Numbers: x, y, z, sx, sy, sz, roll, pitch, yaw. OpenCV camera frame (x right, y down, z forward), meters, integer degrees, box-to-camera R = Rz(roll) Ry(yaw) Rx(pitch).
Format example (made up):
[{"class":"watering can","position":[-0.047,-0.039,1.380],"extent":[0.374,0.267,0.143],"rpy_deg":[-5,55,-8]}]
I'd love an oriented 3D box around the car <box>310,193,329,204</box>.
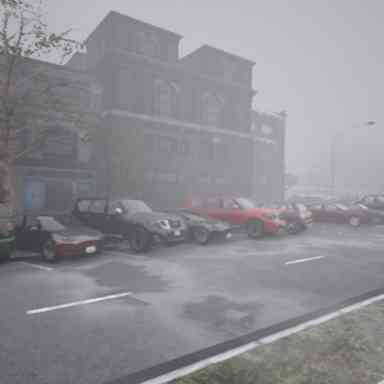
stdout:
[{"class":"car","position":[27.412,1.415,71.200],"extent":[2.435,2.045,5.566],"rpy_deg":[1,-2,35]}]

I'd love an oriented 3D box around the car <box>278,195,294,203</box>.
[{"class":"car","position":[22.243,1.670,78.675],"extent":[2.231,1.521,4.892],"rpy_deg":[1,-2,35]}]

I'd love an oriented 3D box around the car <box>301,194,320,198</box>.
[{"class":"car","position":[19.611,1.148,52.718],"extent":[2.231,1.521,4.892],"rpy_deg":[0,-1,35]}]

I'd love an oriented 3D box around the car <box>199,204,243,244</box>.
[{"class":"car","position":[-0.361,1.497,15.679],"extent":[4.792,1.488,2.163],"rpy_deg":[-1,-1,35]}]

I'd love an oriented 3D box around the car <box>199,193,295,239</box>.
[{"class":"car","position":[2.090,1.217,17.427],"extent":[5.566,2.045,2.435],"rpy_deg":[-1,-1,35]}]

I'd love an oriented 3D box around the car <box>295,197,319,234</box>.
[{"class":"car","position":[4.540,1.344,19.152],"extent":[4.553,1.767,2.185],"rpy_deg":[-1,-1,35]}]

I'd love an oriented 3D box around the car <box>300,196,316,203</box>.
[{"class":"car","position":[25.679,1.696,73.678],"extent":[2.163,1.488,4.792],"rpy_deg":[1,-2,35]}]

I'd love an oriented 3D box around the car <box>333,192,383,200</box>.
[{"class":"car","position":[14.344,1.212,26.148],"extent":[5.566,2.045,2.435],"rpy_deg":[-1,0,35]}]

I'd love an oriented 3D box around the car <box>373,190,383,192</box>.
[{"class":"car","position":[37.825,0.336,68.176],"extent":[2.128,1.511,4.902],"rpy_deg":[2,3,-34]}]

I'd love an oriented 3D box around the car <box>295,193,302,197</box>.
[{"class":"car","position":[17.914,1.022,55.132],"extent":[2.185,1.767,4.553],"rpy_deg":[0,-1,35]}]

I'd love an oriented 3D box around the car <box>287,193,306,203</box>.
[{"class":"car","position":[24.006,1.419,76.221],"extent":[2.435,2.045,5.566],"rpy_deg":[1,-2,35]}]

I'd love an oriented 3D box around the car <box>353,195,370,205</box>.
[{"class":"car","position":[32.601,1.540,63.790],"extent":[2.185,1.767,4.553],"rpy_deg":[1,-2,35]}]

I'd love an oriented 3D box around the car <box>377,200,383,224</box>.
[{"class":"car","position":[11.908,1.510,24.396],"extent":[4.674,1.452,2.002],"rpy_deg":[-1,-1,35]}]

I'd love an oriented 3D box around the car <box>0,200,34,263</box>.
[{"class":"car","position":[-7.761,1.214,10.477],"extent":[5.566,2.045,2.435],"rpy_deg":[-1,-1,35]}]

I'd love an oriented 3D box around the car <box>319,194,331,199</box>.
[{"class":"car","position":[21.298,1.186,50.288],"extent":[2.002,1.452,4.674],"rpy_deg":[1,0,35]}]

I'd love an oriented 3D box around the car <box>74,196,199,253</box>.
[{"class":"car","position":[-2.811,1.215,13.941],"extent":[5.566,2.045,2.435],"rpy_deg":[-1,-1,35]}]

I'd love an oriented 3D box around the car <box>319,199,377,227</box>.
[{"class":"car","position":[9.434,1.472,22.654],"extent":[5.008,1.535,2.097],"rpy_deg":[-1,-1,35]}]

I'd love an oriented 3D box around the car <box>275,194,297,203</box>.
[{"class":"car","position":[16.349,1.149,57.743],"extent":[1.946,1.575,5.366],"rpy_deg":[0,-1,35]}]

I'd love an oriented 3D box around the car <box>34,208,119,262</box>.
[{"class":"car","position":[-5.258,1.495,12.192],"extent":[4.792,1.488,2.163],"rpy_deg":[-1,-1,35]}]

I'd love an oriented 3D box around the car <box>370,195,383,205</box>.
[{"class":"car","position":[34.280,1.537,61.257],"extent":[2.185,1.767,4.553],"rpy_deg":[1,-2,35]}]
